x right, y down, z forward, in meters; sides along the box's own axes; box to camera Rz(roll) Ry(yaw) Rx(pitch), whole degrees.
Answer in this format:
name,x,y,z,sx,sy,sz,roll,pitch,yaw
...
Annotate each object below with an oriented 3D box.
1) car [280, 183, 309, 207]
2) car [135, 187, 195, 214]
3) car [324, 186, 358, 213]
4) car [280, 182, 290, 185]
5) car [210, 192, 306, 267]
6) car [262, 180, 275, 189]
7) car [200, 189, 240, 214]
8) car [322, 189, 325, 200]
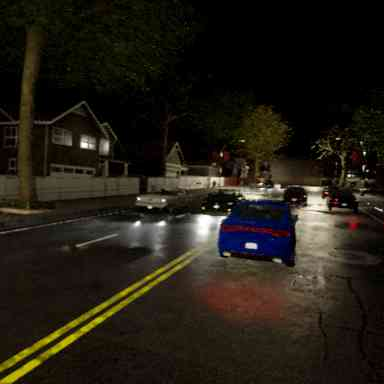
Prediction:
name,x,y,z,sx,sy,sz,roll,pitch,yaw
car,8.399,0.304,26.853,1.812,1.442,4.674,3,3,20
car,-1.425,0.400,19.459,1.895,1.301,4.718,4,3,20
car,10.716,0.572,23.783,1.812,1.442,4.674,4,3,20
car,17.392,-1.149,61.302,2.033,1.411,5.357,4,3,20
car,2.207,0.973,9.872,1.882,1.535,5.008,3,4,20
car,14.451,-1.435,62.692,1.837,1.490,4.892,4,3,20
car,1.964,0.510,19.271,1.994,1.385,4.181,4,3,20
car,15.062,0.098,35.828,2.033,1.411,5.357,4,3,20
